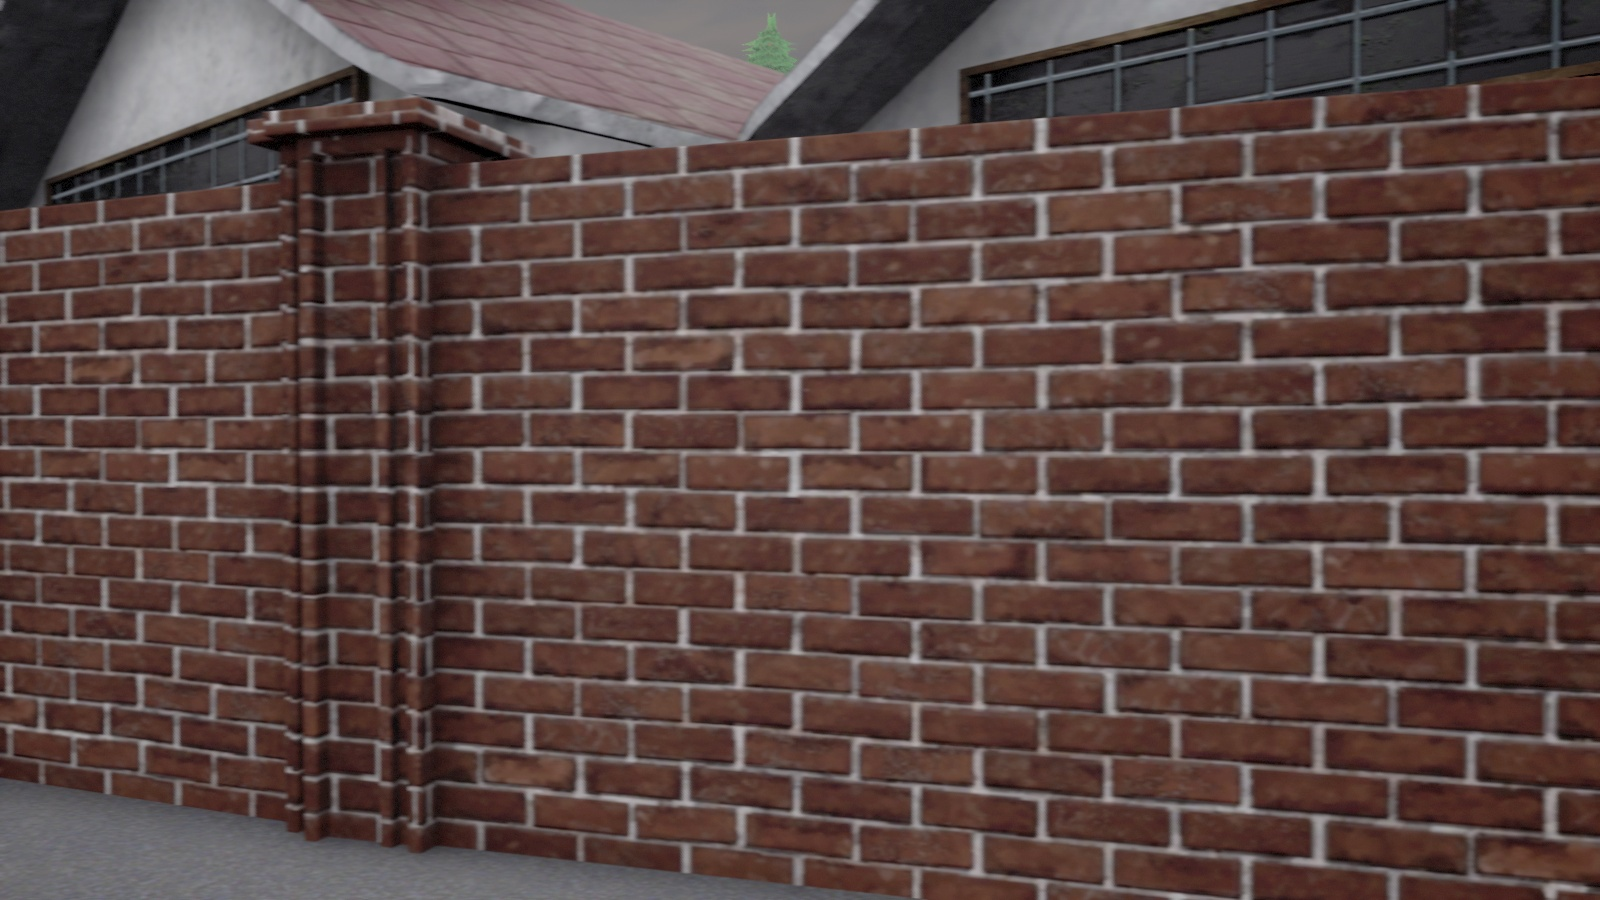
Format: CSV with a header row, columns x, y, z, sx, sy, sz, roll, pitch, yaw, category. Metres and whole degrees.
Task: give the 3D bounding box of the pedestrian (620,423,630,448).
x,y,z,sx,sy,sz,roll,pitch,yaw,category
-12.967,-1.071,92.968,0.703,1.840,0.431,1,1,44,pedestrian
